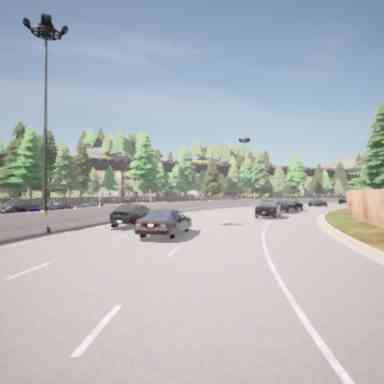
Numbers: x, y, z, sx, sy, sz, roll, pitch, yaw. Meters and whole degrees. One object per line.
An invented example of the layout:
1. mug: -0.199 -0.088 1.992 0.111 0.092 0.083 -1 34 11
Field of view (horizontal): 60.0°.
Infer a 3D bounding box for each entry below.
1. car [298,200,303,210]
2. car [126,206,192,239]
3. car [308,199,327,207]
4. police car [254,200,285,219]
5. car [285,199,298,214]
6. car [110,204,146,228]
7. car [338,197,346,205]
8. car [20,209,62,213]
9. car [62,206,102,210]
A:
1. car: 13.164 1.683 43.423 1.882 1.535 5.008 0 0 30
2. car: -1.387 1.598 17.826 2.033 1.411 5.357 0 0 12
3. car: 21.745 1.858 57.511 1.994 1.385 4.181 0 0 44
4. police car: 7.128 1.561 31.043 1.930 1.638 5.238 0 0 21
5. car: 10.655 1.683 38.856 1.837 1.490 4.892 0 0 27
6. car: -3.810 1.559 22.503 1.837 1.490 4.892 0 0 14
7. car: 31.225 1.763 66.698 5.008 1.535 1.882 0 0 -38
8. car: -12.758 1.635 30.216 1.895 1.301 4.718 0 0 17
9. car: -9.195 1.614 29.767 1.994 1.385 4.181 0 0 18
